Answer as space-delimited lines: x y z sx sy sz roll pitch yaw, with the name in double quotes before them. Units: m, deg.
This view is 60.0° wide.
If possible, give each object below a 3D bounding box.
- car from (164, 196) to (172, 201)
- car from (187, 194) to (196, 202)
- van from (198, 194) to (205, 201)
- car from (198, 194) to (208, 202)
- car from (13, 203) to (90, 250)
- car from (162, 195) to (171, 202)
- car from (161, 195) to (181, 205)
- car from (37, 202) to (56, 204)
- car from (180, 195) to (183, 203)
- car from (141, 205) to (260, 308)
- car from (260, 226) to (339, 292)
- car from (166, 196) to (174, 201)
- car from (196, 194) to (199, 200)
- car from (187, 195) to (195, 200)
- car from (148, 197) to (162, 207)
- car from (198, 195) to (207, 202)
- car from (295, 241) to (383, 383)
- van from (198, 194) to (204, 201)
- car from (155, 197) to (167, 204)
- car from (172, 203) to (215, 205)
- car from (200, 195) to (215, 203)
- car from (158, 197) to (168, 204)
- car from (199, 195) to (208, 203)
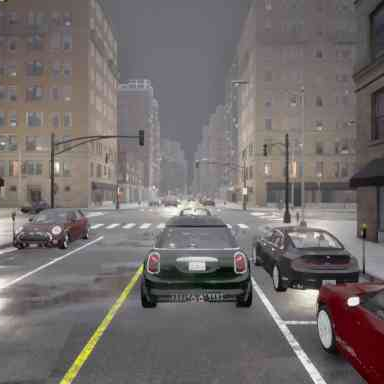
"car" -6.082 1.721 85.619 1.802 1.307 4.206 0 0 0
"car" -0.189 1.706 80.130 1.895 1.301 4.718 0 0 0
"van" 2.444 1.481 85.670 1.690 1.788 3.998 0 0 0
"car" 2.595 1.595 63.811 1.752 1.417 4.829 0 0 0
"car" -5.815 1.445 14.209 1.967 1.590 4.097 0 0 0
"car" -6.043 1.558 80.111 1.967 1.590 4.097 0 0 0
"car" -3.073 1.588 50.245 2.033 1.411 5.357 0 0 -1
"car" -12.766 1.547 30.259 4.718 1.301 1.895 0 0 0
"car" -3.125 1.661 60.063 1.895 1.301 4.718 0 0 0
"car" 0.069 1.355 8.097 2.097 1.767 4.553 0 0 -1
"car" 2.697 1.553 8.700 2.008 1.369 4.403 0 0 0
"car" -6.121 1.727 91.127 1.947 1.339 4.313 0 0 0
"car" 2.559 1.399 69.148 2.192 1.841 5.009 0 0 0
"car" -0.259 1.543 90.105 1.994 1.385 4.181 0 0 0
"car" -5.852 1.595 52.571 2.008 1.369 4.403 0 0 0
"car" 2.482 1.559 80.162 1.967 1.590 4.097 0 0 0
"car" 2.683 1.545 3.209 1.887 1.381 4.507 0 0 0
"van" 2.405 1.503 91.176 1.690 1.788 3.998 0 0 0
"car" -5.929 1.613 63.587 1.887 1.381 4.507 0 0 0
"car" 0.137 1.497 15.400 2.128 1.511 4.902 0 0 0
"car" 2.673 1.590 52.627 1.887 1.381 4.507 0 0 0
"car" -5.968 1.665 69.095 1.802 1.307 4.206 0 0 0
"car" 2.520 1.541 74.656 1.967 1.590 4.097 0 0 0
